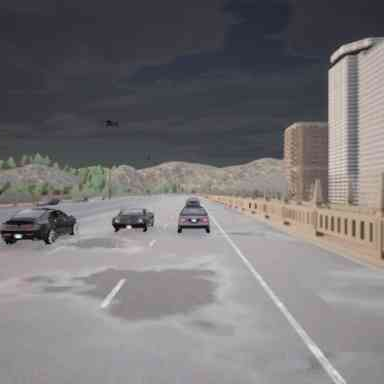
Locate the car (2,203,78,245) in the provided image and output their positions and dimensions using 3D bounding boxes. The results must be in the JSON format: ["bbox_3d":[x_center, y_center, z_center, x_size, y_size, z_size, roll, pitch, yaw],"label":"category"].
[{"bbox_3d":[-6.902,1.505,15.631,1.837,1.490,4.892,0,0,0],"label":"car"}]

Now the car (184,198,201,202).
[{"bbox_3d":[0.095,1.513,42.671,1.837,1.490,4.892,0,0,0],"label":"car"}]

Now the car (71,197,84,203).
[{"bbox_3d":[-17.509,1.526,52.527,1.837,1.490,4.892,0,0,0],"label":"car"}]

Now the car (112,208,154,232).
[{"bbox_3d":[-3.402,1.602,20.177,1.895,1.301,4.718,0,0,0],"label":"car"}]

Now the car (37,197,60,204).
[{"bbox_3d":[-21.018,1.503,48.843,2.128,1.511,4.902,0,0,0],"label":"car"}]

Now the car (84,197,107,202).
[{"bbox_3d":[-14.016,1.489,49.792,1.882,1.535,5.008,0,0,0],"label":"car"}]

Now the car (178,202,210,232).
[{"bbox_3d":[0.098,1.549,20.037,2.033,1.411,5.357,0,0,0],"label":"car"}]
